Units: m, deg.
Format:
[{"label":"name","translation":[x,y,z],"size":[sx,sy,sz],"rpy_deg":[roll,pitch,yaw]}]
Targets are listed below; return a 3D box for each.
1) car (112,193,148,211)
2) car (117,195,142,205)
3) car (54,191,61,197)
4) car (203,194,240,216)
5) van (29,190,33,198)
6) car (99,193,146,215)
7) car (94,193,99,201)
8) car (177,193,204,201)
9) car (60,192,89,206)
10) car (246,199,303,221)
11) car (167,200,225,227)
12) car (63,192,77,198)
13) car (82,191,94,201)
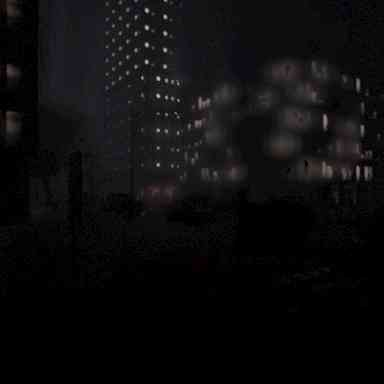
[{"label":"car","translation":[-6.666,1.019,35.336],"size":[2.097,1.767,4.553],"rpy_deg":[0,1,-34]},{"label":"car","translation":[-9.163,1.103,48.603],"size":[1.947,1.339,4.313],"rpy_deg":[1,0,-34]},{"label":"car","translation":[-34.191,0.531,85.259],"size":[1.752,1.417,4.829],"rpy_deg":[1,0,-34]},{"label":"car","translation":[3.305,1.240,30.345],"size":[1.967,1.590,4.097],"rpy_deg":[1,0,-34]},{"label":"van","translation":[-37.474,0.391,76.099],"size":[1.690,1.788,3.998],"rpy_deg":[1,0,-34]},{"label":"car","translation":[-6.308,1.025,30.453],"size":[2.192,1.841,5.009],"rpy_deg":[1,0,-34]},{"label":"car","translation":[-18.514,0.922,62.297],"size":[1.802,1.307,4.206],"rpy_deg":[1,0,-34]},{"label":"car","translation":[0.191,1.049,34.909],"size":[2.192,1.841,5.009],"rpy_deg":[1,0,-34]},{"label":"car","translation":[-15.566,1.041,44.006],"size":[1.752,1.417,4.829],"rpy_deg":[1,0,-34]},{"label":"car","translation":[6.421,1.305,25.780],"size":[1.967,1.590,4.097],"rpy_deg":[1,0,-34]},{"label":"car","translation":[-0.081,1.423,21.324],"size":[1.802,1.307,4.206],"rpy_deg":[1,0,-34]},{"label":"car","translation":[-27.862,0.691,75.990],"size":[2.008,1.369,4.403],"rpy_deg":[1,0,-34]},{"label":"car","translation":[-17.335,0.950,51.130],"size":[2.128,1.511,4.902],"rpy_deg":[0,1,-34]}]
